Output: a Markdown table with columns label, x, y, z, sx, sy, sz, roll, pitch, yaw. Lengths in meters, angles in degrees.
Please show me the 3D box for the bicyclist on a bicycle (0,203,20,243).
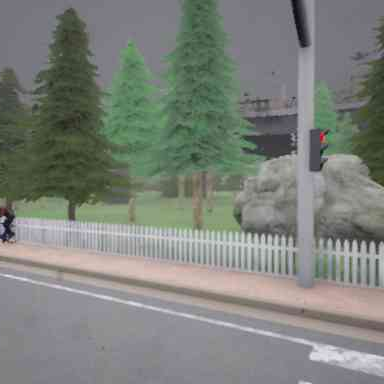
| label | x | y | z | sx | sy | sz | roll | pitch | yaw |
| --- | --- | --- | --- | --- | --- | --- | --- | --- | --- |
| bicyclist on a bicycle | -7.077 | 1.166 | 12.361 | 0.582 | 1.620 | 1.656 | 0 | 1 | 30 |
